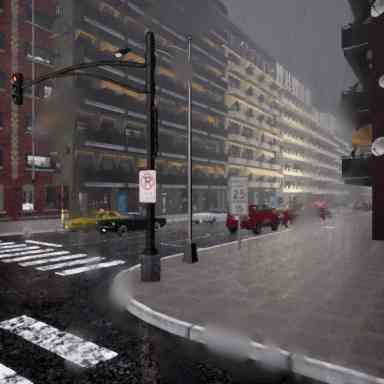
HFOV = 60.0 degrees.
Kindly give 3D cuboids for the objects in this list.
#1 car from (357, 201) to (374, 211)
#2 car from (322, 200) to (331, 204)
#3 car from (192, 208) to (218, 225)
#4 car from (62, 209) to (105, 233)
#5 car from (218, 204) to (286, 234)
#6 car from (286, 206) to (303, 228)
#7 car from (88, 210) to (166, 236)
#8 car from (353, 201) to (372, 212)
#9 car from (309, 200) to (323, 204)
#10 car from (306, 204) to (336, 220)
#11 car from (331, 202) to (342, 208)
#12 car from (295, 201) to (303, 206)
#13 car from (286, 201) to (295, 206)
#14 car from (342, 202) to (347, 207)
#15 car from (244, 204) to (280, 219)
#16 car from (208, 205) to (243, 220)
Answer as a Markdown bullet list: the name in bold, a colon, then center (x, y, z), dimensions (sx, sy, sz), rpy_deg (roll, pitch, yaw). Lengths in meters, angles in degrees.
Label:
- **car**: center (33.301, 2.621, 63.743), dimensions (2.192, 1.841, 5.009), rpy_deg (-1, -2, 35)
- **car**: center (26.427, 2.640, 68.479), dimensions (2.192, 1.841, 5.009), rpy_deg (-1, -2, 35)
- **car**: center (1.982, 2.093, 28.997), dimensions (1.895, 1.301, 4.718), rpy_deg (0, -1, 35)
- **car**: center (-6.141, 1.834, 21.932), dimensions (1.752, 1.417, 4.829), rpy_deg (-1, -2, 35)
- **car**: center (4.077, 1.711, 21.982), dimensions (2.192, 1.841, 5.009), rpy_deg (-1, -2, 35)
- **car**: center (7.326, 2.043, 26.616), dimensions (1.887, 1.381, 4.507), rpy_deg (-1, -2, 35)
- **car**: center (-3.762, 1.911, 20.789), dimensions (1.895, 1.301, 4.718), rpy_deg (0, -1, 35)
- **car**: center (30.053, 2.522, 59.102), dimensions (2.192, 1.841, 5.009), rpy_deg (-1, -2, 35)
- **car**: center (23.182, 2.771, 63.834), dimensions (1.887, 1.381, 4.507), rpy_deg (-1, -2, 35)
- **car**: center (13.820, 2.284, 35.895), dimensions (1.802, 1.307, 4.206), rpy_deg (-1, -2, 35)
- **car**: center (32.924, 3.067, 77.754), dimensions (1.887, 1.381, 4.507), rpy_deg (-1, -2, 35)
- **car**: center (16.686, 2.340, 54.558), dimensions (2.192, 1.841, 5.009), rpy_deg (-1, -2, 35)
- **car**: center (13.342, 2.446, 49.773), dimensions (1.752, 1.417, 4.829), rpy_deg (-1, -2, 35)
- **car**: center (39.419, 3.282, 87.036), dimensions (1.947, 1.339, 4.313), rpy_deg (-1, -2, 35)
- **car**: center (7.954, 2.171, 37.510), dimensions (2.128, 1.511, 4.902), rpy_deg (0, -1, 35)
- **car**: center (3.699, 2.164, 35.992), dimensions (1.887, 1.381, 4.507), rpy_deg (-1, -2, 35)
